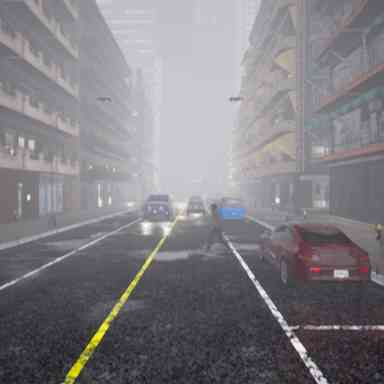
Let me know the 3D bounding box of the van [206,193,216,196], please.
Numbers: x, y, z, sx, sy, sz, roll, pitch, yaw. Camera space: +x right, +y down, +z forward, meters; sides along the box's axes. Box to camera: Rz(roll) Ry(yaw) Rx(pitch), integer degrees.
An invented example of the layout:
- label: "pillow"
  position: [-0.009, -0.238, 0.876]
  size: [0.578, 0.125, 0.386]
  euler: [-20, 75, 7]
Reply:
- label: "van"
  position: [3.205, 1.267, 53.143]
  size: [1.690, 1.788, 3.998]
  euler: [-1, 0, 1]

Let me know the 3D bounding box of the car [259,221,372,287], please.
- label: "car"
  position: [3.089, 1.512, 9.136]
  size: [1.812, 1.442, 4.674]
  euler: [0, 0, 1]

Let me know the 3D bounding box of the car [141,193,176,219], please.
- label: "car"
  position: [-2.820, 1.181, 28.476]
  size: [2.150, 2.045, 5.566]
  euler: [0, 0, 1]

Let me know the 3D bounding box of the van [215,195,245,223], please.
- label: "van"
  position: [2.925, 1.304, 25.134]
  size: [1.690, 1.788, 3.998]
  euler: [-1, 0, 1]

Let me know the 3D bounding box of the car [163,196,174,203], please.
- label: "car"
  position: [-5.004, 1.472, 70.060]
  size: [1.947, 1.339, 4.313]
  euler: [-1, 0, 1]

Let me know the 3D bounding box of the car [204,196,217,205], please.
- label: "car"
  position: [3.264, 1.470, 58.745]
  size: [2.008, 1.369, 4.403]
  euler: [-1, 0, 1]

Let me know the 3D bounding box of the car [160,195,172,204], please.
- label: "car"
  position: [-5.061, 1.353, 64.459]
  size: [1.967, 1.590, 4.097]
  euler: [-1, 0, 1]

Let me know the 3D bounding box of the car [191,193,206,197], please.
- label: "car"
  position: [0.534, 1.286, 47.920]
  size: [2.097, 1.767, 4.553]
  euler: [0, 0, 1]

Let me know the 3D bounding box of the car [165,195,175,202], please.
- label: "car"
  position: [-4.948, 1.450, 75.662]
  size: [2.008, 1.369, 4.403]
  euler: [-1, 0, 1]

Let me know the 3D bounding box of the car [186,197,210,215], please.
- label: "car"
  position: [0.405, 1.501, 32.586]
  size: [2.033, 1.411, 5.357]
  euler: [0, 0, 1]

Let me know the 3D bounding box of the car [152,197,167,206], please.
- label: "car"
  position: [-5.171, 1.508, 53.255]
  size: [1.802, 1.307, 4.206]
  euler: [-1, 0, 1]

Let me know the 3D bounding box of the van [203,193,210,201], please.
- label: "van"
  position: [3.485, 1.234, 81.151]
  size: [1.690, 1.788, 3.998]
  euler: [-1, 0, 1]

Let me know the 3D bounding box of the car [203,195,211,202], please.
- label: "car"
  position: [3.433, 1.424, 75.720]
  size: [1.752, 1.417, 4.829]
  euler: [-1, 0, 1]

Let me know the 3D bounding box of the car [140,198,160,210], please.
- label: "car"
  position: [-5.284, 1.507, 42.052]
  size: [1.947, 1.339, 4.313]
  euler: [-1, 0, 1]

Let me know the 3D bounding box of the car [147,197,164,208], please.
- label: "car"
  position: [-5.228, 1.478, 47.654]
  size: [1.887, 1.381, 4.507]
  euler: [-1, 0, 1]

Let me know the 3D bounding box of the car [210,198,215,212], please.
- label: "car"
  position: [2.985, 1.506, 30.736]
  size: [2.008, 1.369, 4.403]
  euler: [-1, 0, 1]

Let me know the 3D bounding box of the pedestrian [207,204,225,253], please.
- label: "pedestrian"
  position: [0.847, 1.278, 11.864]
  size: [0.375, 1.860, 0.375]
  euler: [-1, 1, -2]

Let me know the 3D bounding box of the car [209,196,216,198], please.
- label: "car"
  position: [3.040, 1.493, 36.338]
  size: [1.887, 1.381, 4.507]
  euler: [-1, 0, 1]

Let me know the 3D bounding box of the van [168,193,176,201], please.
- label: "van"
  position: [-4.895, 1.234, 81.263]
  size: [1.690, 1.788, 3.998]
  euler: [-1, 0, 1]
